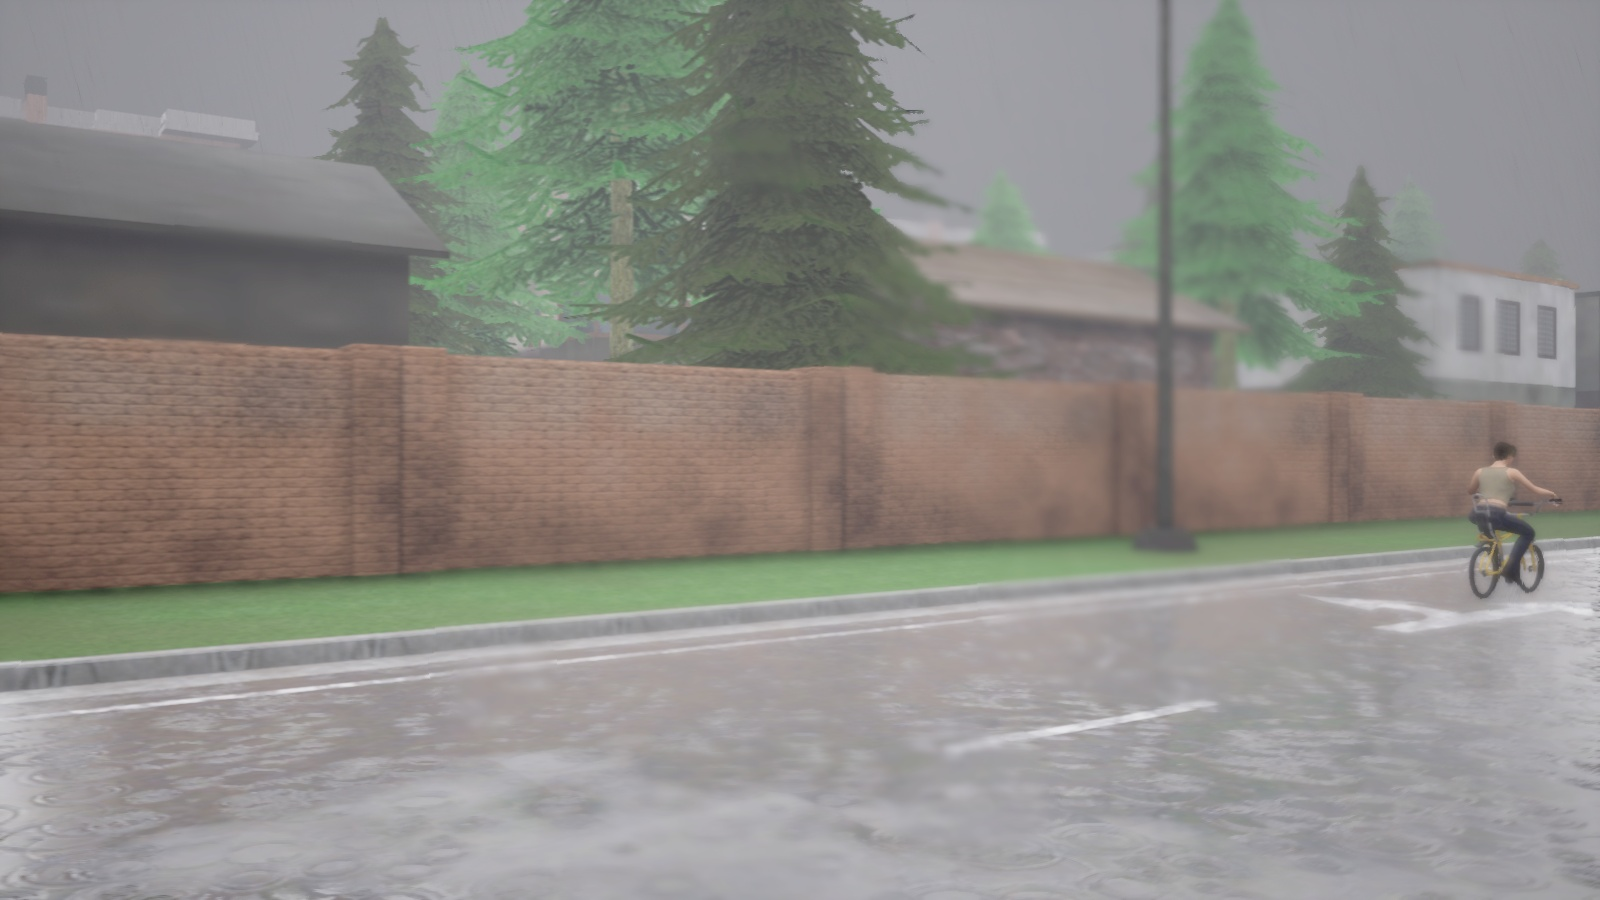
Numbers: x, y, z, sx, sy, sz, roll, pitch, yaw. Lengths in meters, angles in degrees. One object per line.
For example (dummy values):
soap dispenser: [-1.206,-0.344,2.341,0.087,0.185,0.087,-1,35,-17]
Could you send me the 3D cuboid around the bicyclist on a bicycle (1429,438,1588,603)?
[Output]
bicyclist on a bicycle: [7.374,0.697,13.062,1.509,1.612,0.866,0,0,-35]
